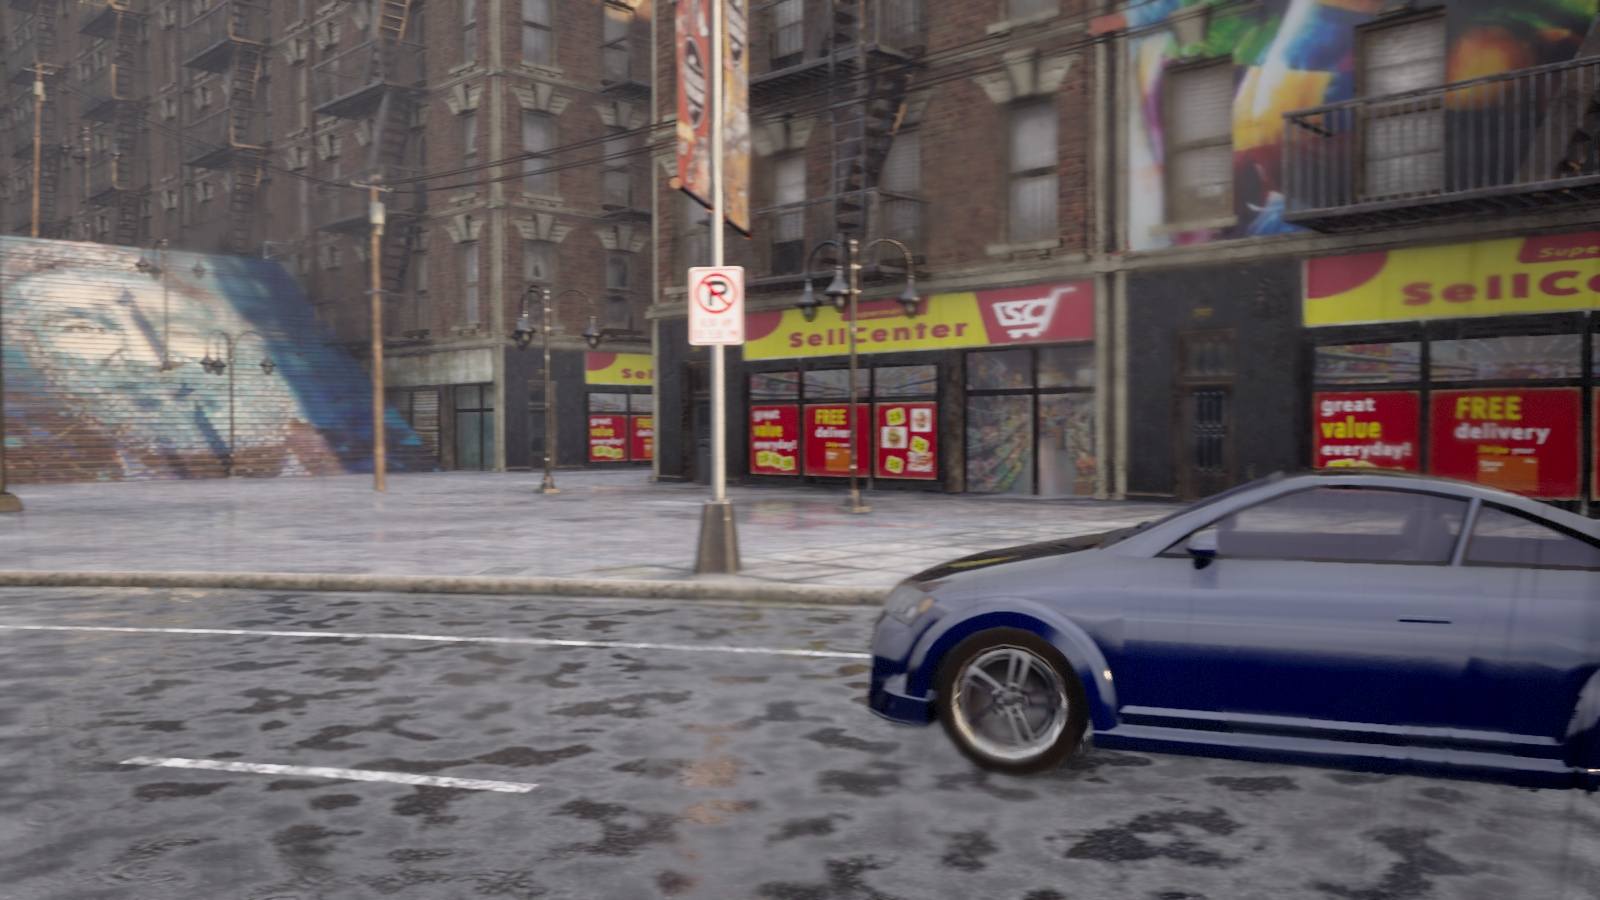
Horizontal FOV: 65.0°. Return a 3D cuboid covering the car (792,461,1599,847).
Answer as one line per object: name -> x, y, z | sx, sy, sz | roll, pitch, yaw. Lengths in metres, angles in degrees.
car -> 2.273, 0.792, 6.141 | 4.181, 1.385, 1.994 | 1, 1, 22
